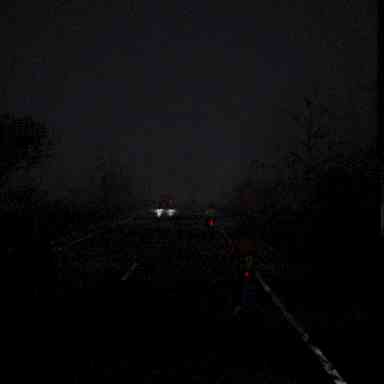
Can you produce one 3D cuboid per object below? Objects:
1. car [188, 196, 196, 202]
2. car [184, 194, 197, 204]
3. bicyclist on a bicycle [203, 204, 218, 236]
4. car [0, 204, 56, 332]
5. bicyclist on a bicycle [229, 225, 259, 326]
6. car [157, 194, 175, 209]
[{"bbox_3d":[-0.005,1.660,77.872,1.895,1.301,4.718,0,0,0],"label":"car"},{"bbox_3d":[-0.004,1.591,65.789,2.033,1.411,5.357,0,0,0],"label":"car"},{"bbox_3d":[0.987,1.437,17.382,0.866,1.612,1.509,0,0,0],"label":"bicyclist on a bicycle"},{"bbox_3d":[-3.601,1.220,3.954,2.150,2.045,5.566,0,0,0],"label":"car"},{"bbox_3d":[0.961,1.452,6.119,0.582,1.620,1.656,0,0,0],"label":"bicyclist on a bicycle"},{"bbox_3d":[-3.596,1.244,46.059,2.150,2.045,5.566,0,0,0],"label":"car"}]
